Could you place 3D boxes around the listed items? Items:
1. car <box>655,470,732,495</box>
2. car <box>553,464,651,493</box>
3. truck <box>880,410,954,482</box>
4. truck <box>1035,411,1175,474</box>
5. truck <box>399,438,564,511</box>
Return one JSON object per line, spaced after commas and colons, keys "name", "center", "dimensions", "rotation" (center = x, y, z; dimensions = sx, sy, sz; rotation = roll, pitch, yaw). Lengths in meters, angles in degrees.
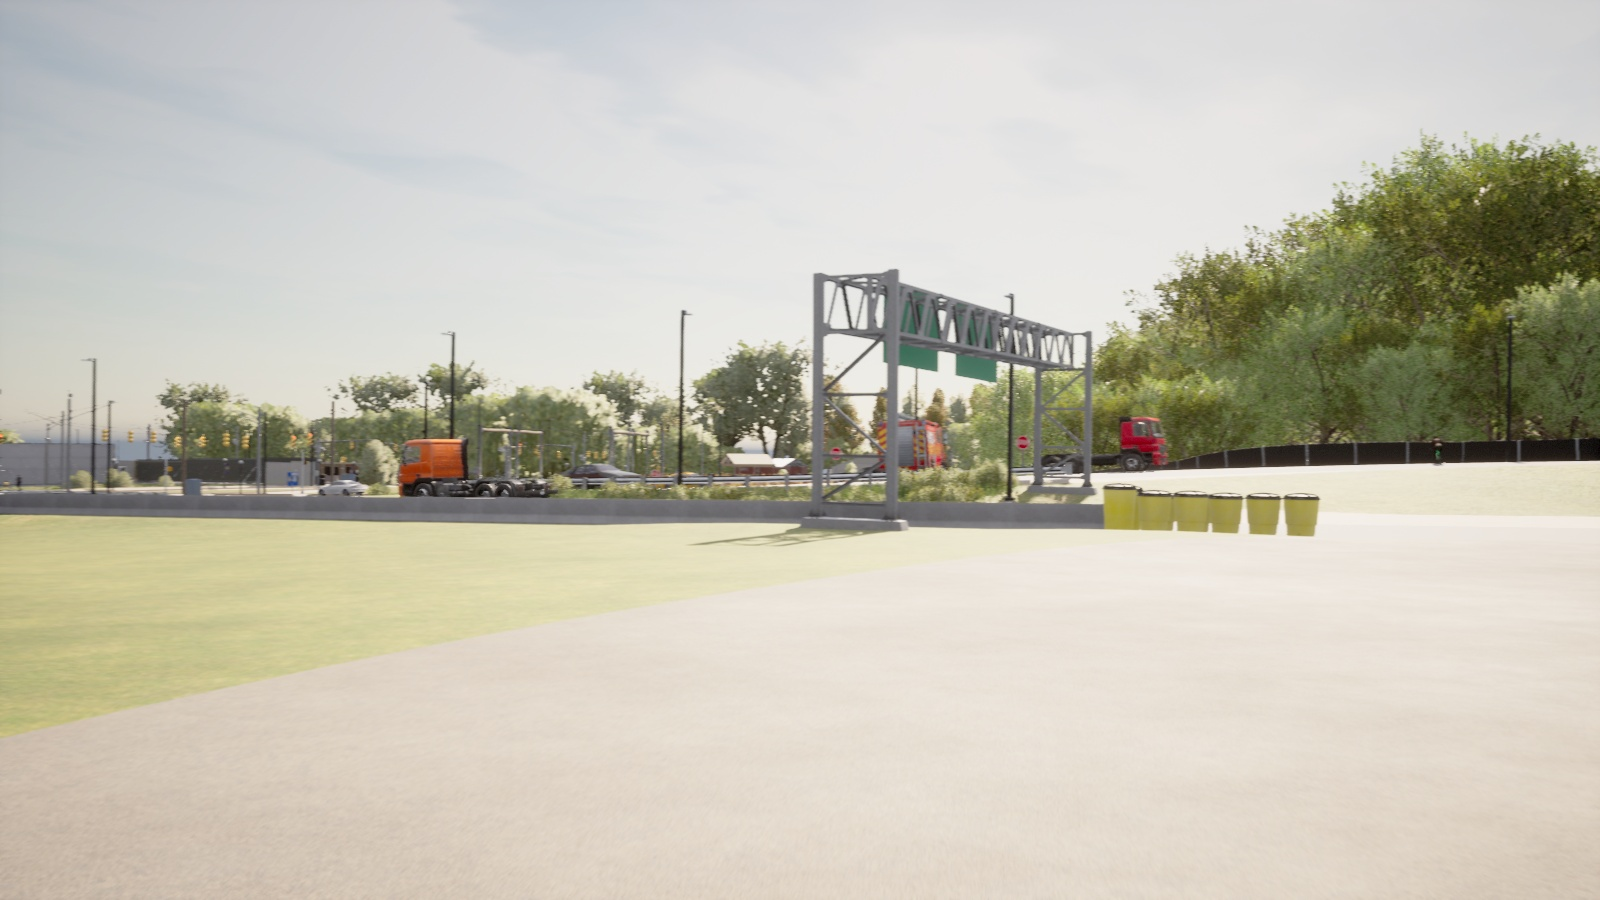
{"name": "car", "center": [-7.786, 2.366, 91.821], "dimensions": [5.366, 1.575, 1.801], "rotation": [-4, -2, 26]}
{"name": "car", "center": [-10.709, 1.550, 67.562], "dimensions": [5.357, 1.411, 2.033], "rotation": [-3, -2, 37]}
{"name": "truck", "center": [7.035, -0.139, 74.037], "dimensions": [2.891, 3.827, 8.468], "rotation": [-4, -2, 14]}
{"name": "truck", "center": [19.230, -0.404, 79.300], "dimensions": [7.936, 3.462, 2.891], "rotation": [-3, -1, 27]}
{"name": "truck", "center": [-15.937, 1.227, 62.667], "dimensions": [7.936, 3.462, 2.891], "rotation": [-1, 0, 26]}
